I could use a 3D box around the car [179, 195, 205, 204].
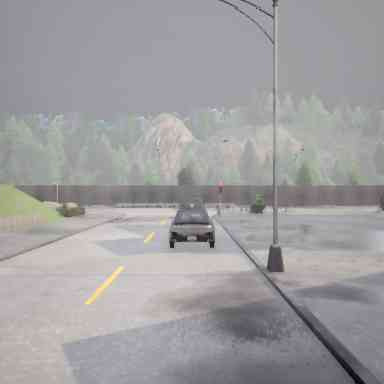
[{"bbox_3d":[0.000,1.257,29.680,2.150,2.045,5.566,0,0,0],"label":"car"}]

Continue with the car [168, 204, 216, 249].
[{"bbox_3d":[0.000,1.494,14.650,2.128,1.511,4.902,0,0,0],"label":"car"}]

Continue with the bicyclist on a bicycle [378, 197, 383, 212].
[{"bbox_3d":[19.985,1.347,34.816,0.582,1.620,1.656,0,0,0],"label":"bicyclist on a bicycle"}]
